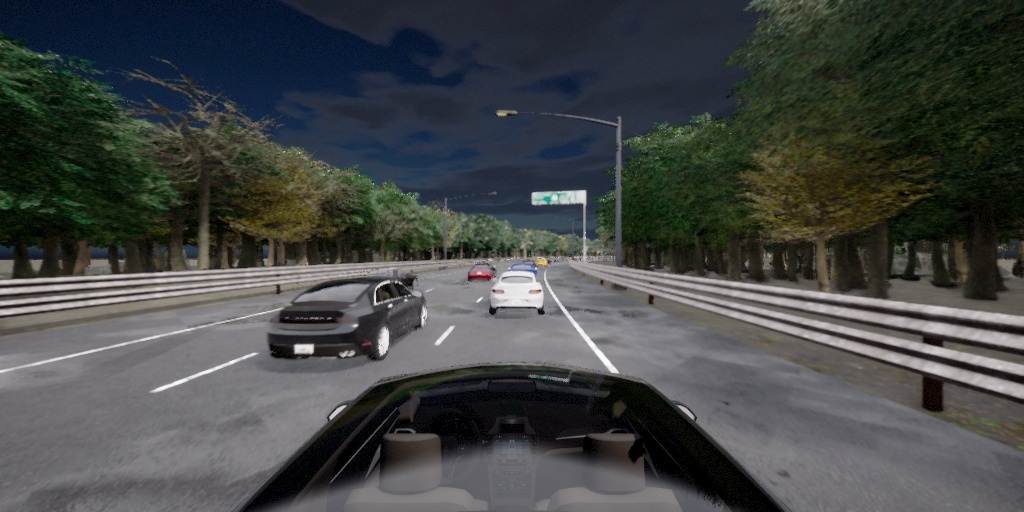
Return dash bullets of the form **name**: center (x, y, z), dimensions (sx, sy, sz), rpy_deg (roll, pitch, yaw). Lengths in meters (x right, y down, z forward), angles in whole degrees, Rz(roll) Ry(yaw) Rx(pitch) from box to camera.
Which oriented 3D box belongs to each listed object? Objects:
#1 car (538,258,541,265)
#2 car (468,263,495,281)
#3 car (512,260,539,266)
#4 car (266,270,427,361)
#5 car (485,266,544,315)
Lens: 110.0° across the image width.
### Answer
- **car**: center (1.970, 1.242, 40.687), dimensions (1.837, 1.490, 4.892), rpy_deg (0, 0, 6)
- **car**: center (-2.369, 1.299, 29.726), dimensions (1.994, 1.385, 4.181), rpy_deg (0, 0, 4)
- **car**: center (0.734, 1.223, 25.027), dimensions (1.882, 1.535, 5.008), rpy_deg (0, 0, 3)
- **car**: center (-3.330, 1.248, 8.243), dimensions (1.837, 1.490, 4.892), rpy_deg (0, 0, 1)
- **car**: center (0.212, 1.274, 13.551), dimensions (1.812, 1.442, 4.674), rpy_deg (0, 0, 2)
